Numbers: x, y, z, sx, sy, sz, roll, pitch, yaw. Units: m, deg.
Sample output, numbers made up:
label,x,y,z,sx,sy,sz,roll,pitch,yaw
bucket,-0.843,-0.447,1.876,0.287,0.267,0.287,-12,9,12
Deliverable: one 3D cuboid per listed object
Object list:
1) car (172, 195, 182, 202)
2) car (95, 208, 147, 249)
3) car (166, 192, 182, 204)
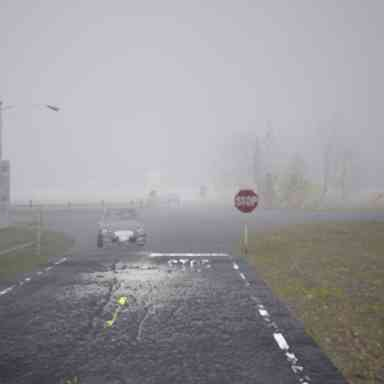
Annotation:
label,x,y,z,sx,sy,sz,roll,pitch,yaw
car,-3.282,1.390,73.728,1.895,1.301,4.718,0,0,0
car,-3.158,1.465,14.701,2.128,1.511,4.902,1,0,-15
car,-3.269,1.075,58.224,2.150,2.045,5.566,0,0,0
